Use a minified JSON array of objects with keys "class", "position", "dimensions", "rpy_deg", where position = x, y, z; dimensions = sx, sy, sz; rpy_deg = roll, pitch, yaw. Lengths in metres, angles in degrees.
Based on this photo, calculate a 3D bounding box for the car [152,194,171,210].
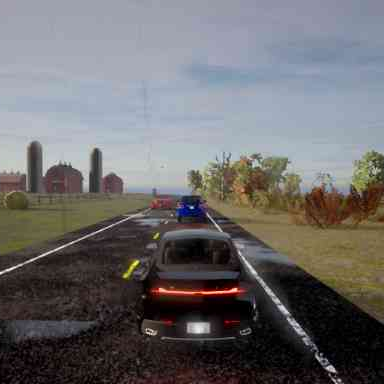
[{"class":"car","position":[-3.823,1.215,42.514],"dimensions":[2.150,2.045,5.566],"rpy_deg":[0,0,-1]}]

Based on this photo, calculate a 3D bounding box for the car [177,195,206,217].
[{"class":"car","position":[-0.033,1.220,26.430],"dimensions":[2.150,2.045,5.566],"rpy_deg":[0,0,-1]}]

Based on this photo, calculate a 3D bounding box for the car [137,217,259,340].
[{"class":"car","position":[0.083,1.504,6.710],"dimensions":[1.837,1.490,4.892],"rpy_deg":[0,0,0]}]
